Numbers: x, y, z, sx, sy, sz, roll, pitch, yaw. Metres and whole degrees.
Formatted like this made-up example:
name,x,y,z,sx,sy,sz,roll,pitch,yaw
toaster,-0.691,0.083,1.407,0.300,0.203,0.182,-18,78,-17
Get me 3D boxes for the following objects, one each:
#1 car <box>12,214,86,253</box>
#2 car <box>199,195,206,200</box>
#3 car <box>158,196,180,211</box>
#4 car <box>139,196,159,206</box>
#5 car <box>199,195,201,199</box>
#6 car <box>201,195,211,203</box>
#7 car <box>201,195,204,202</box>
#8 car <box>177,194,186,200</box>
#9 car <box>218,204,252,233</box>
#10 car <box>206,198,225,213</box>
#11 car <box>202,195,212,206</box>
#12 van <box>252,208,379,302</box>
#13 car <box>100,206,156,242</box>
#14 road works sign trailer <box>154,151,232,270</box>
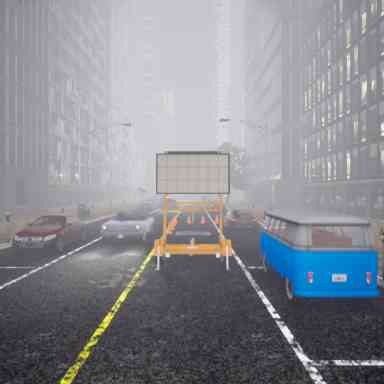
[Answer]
name,x,y,z,sx,sy,sz,roll,pitch,yaw
car,-5.652,1.582,13.674,1.802,1.307,4.206,0,0,0
car,2.970,1.463,93.341,1.887,1.381,4.507,0,0,0
car,-2.877,1.523,41.890,1.812,1.442,4.674,0,0,0
car,-5.566,1.548,42.137,2.008,1.369,4.403,0,0,0
car,2.884,1.410,64.878,1.967,1.590,4.097,0,0,0
car,2.901,1.401,70.570,1.967,1.590,4.097,0,0,0
car,2.849,1.538,53.493,2.008,1.369,4.403,0,0,0
car,-2.737,1.153,88.389,2.150,2.045,5.566,0,0,0
car,2.746,1.581,19.338,1.802,1.307,4.206,0,0,0
car,2.798,1.581,36.416,1.802,1.307,4.206,0,0,0
car,2.832,1.544,47.801,2.008,1.369,4.403,0,0,0
van,2.712,1.341,7.955,1.690,1.788,3.998,0,0,0
car,-3.053,1.600,16.475,1.895,1.301,4.718,0,0,0
road works sign trailer,0.031,0.464,10.982,2.380,3.560,2.880,0,0,0
